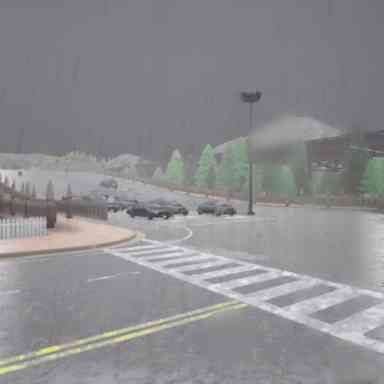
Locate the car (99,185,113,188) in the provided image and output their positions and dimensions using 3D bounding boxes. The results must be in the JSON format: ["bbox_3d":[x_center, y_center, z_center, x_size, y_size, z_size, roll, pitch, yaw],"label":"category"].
[{"bbox_3d":[-15.393,0.172,55.403,1.837,1.490,4.892,0,6,-37],"label":"car"}]

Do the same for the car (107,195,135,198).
[{"bbox_3d":[-8.140,1.414,39.877,1.994,1.385,4.181,0,2,-37],"label":"car"}]

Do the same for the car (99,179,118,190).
[{"bbox_3d":[-17.583,-1.703,70.062,2.150,2.045,5.566,0,7,-37],"label":"car"}]

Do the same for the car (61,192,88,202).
[{"bbox_3d":[-16.033,0.906,44.525,1.837,1.490,4.892,0,4,-37],"label":"car"}]

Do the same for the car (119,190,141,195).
[{"bbox_3d":[-9.258,1.010,47.171,1.882,1.535,5.008,0,4,-37],"label":"car"}]

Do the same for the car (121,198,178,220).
[{"bbox_3d":[-3.756,1.545,28.318,2.033,1.411,5.357,0,0,-37],"label":"car"}]

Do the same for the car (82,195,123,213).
[{"bbox_3d":[-9.837,1.452,36.320,2.033,1.411,5.357,0,2,-37],"label":"car"}]

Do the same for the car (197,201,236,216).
[{"bbox_3d":[2.289,1.560,31.937,1.994,1.385,4.181,0,0,-37],"label":"car"}]

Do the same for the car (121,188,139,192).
[{"bbox_3d":[-11.457,-0.061,62.042,1.895,1.301,4.718,0,7,-37],"label":"car"}]

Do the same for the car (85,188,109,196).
[{"bbox_3d":[-14.175,0.637,47.880,2.097,1.767,4.553,0,4,-37],"label":"car"}]

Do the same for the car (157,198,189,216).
[{"bbox_3d":[-2.129,1.557,31.964,1.994,1.385,4.181,0,0,-37],"label":"car"}]
